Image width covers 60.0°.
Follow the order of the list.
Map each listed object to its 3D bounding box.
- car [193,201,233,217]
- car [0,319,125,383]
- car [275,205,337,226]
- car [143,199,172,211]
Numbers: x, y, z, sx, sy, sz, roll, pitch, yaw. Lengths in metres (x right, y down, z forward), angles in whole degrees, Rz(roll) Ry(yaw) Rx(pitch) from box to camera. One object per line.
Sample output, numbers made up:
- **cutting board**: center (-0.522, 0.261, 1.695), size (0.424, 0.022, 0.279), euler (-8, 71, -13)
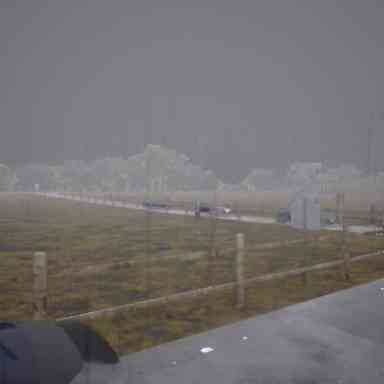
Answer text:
- **car**: center (2.015, 1.620, 33.231), size (2.128, 1.511, 4.902), euler (2, -1, -35)
- **car**: center (-2.590, 1.480, 1.211), size (4.902, 1.511, 2.128), euler (0, 0, -35)
- **car**: center (8.233, 1.662, 24.500), size (1.812, 1.442, 4.674), euler (2, -1, -34)
- **car**: center (-4.373, 1.622, 42.142), size (1.895, 1.301, 4.718), euler (2, 0, -36)
